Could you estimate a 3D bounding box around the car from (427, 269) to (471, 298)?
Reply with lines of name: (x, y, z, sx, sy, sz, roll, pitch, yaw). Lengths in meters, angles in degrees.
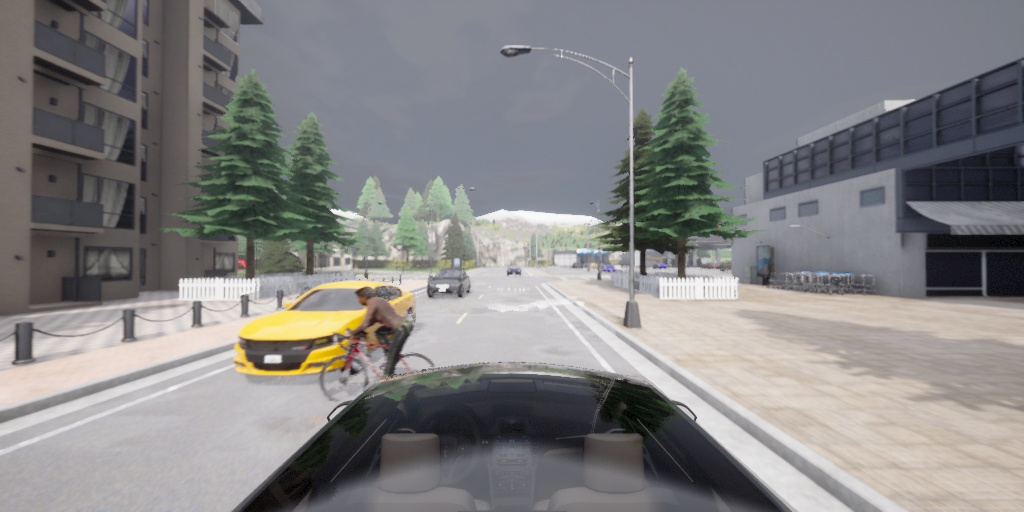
car: (-3.458, 1.477, 20.378, 2.128, 1.511, 4.902, 0, -1, 1)

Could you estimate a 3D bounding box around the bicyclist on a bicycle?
bicyclist on a bicycle: (-1.867, 1.245, 4.984, 1.656, 1.620, 0.582, -2, -1, 0)

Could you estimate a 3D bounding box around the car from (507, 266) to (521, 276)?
car: (0.265, 1.924, 47.100, 1.895, 1.301, 4.718, 0, -1, 0)

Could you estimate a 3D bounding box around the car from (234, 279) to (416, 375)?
car: (-3.575, 1.305, 7.886, 1.882, 1.535, 5.008, 0, -1, 0)
